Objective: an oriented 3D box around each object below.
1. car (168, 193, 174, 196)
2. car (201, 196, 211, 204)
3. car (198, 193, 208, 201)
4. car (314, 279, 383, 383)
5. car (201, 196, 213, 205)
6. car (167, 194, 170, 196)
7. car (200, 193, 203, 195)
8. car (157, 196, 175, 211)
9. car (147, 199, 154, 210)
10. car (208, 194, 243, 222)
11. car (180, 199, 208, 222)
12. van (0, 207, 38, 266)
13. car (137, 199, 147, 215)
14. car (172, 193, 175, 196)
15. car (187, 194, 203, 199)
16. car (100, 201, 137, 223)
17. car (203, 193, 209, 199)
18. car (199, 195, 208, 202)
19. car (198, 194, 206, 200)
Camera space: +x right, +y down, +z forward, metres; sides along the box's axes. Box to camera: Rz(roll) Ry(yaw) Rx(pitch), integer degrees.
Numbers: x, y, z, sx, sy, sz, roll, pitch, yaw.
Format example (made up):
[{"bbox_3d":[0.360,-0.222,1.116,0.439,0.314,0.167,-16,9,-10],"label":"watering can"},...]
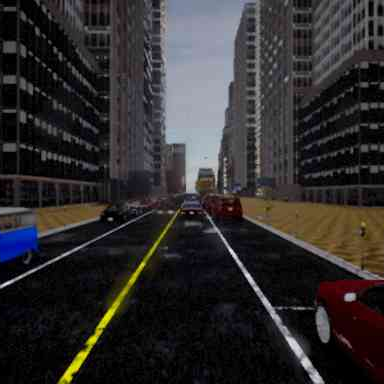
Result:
[{"bbox_3d":[-5.784,1.474,75.352,1.802,1.307,4.206,0,0,0],"label":"car"},{"bbox_3d":[2.611,1.430,64.455,1.752,1.417,4.829,0,0,0],"label":"car"},{"bbox_3d":[2.590,1.194,80.902,2.192,1.841,5.009,0,0,0],"label":"car"},{"bbox_3d":[2.714,1.539,3.355,1.887,1.381,4.507,0,0,0],"label":"car"},{"bbox_3d":[2.618,1.464,58.746,2.008,1.369,4.403,0,0,0],"label":"car"},{"bbox_3d":[-5.769,1.491,64.274,1.802,1.307,4.206,0,0,0],"label":"car"},{"bbox_3d":[2.634,1.246,47.667,2.192,1.841,5.009,0,0,0],"label":"car"},{"bbox_3d":[-3.071,1.509,40.195,1.994,1.385,4.181,0,0,0],"label":"car"},{"bbox_3d":[-5.740,1.525,42.116,1.802,1.307,4.206,0,0,0],"label":"car"},{"bbox_3d":[2.663,1.279,25.509,2.192,1.841,5.009,0,0,0],"label":"car"},{"bbox_3d":[-0.021,1.512,26.020,2.033,1.411,5.357,0,0,0],"label":"car"},{"bbox_3d":[-5.696,1.332,8.880,1.690,1.788,3.998,0,0,0],"label":"van"},{"bbox_3d":[-5.726,1.510,31.037,2.008,1.369,4.403,0,0,0],"label":"car"},{"bbox_3d":[-5.805,1.180,91.969,2.192,1.841,5.009,0,0,0],"label":"car"},{"bbox_3d":[0.012,1.431,42.980,2.128,1.511,4.902,0,0,0],"label":"car"},{"bbox_3d":[-5.719,1.533,25.498,1.947,1.339,4.313,0,0,0],"label":"car"},{"bbox_3d":[2.648,1.262,36.588,2.192,1.841,5.009,0,0,0],"label":"car"},{"bbox_3d":[2.596,1.454,75.363,1.947,1.339,4.313,0,0,0],"label":"car"},{"bbox_3d":[2.582,1.310,86.442,1.967,1.590,4.097,0,0,0],"label":"car"}]
